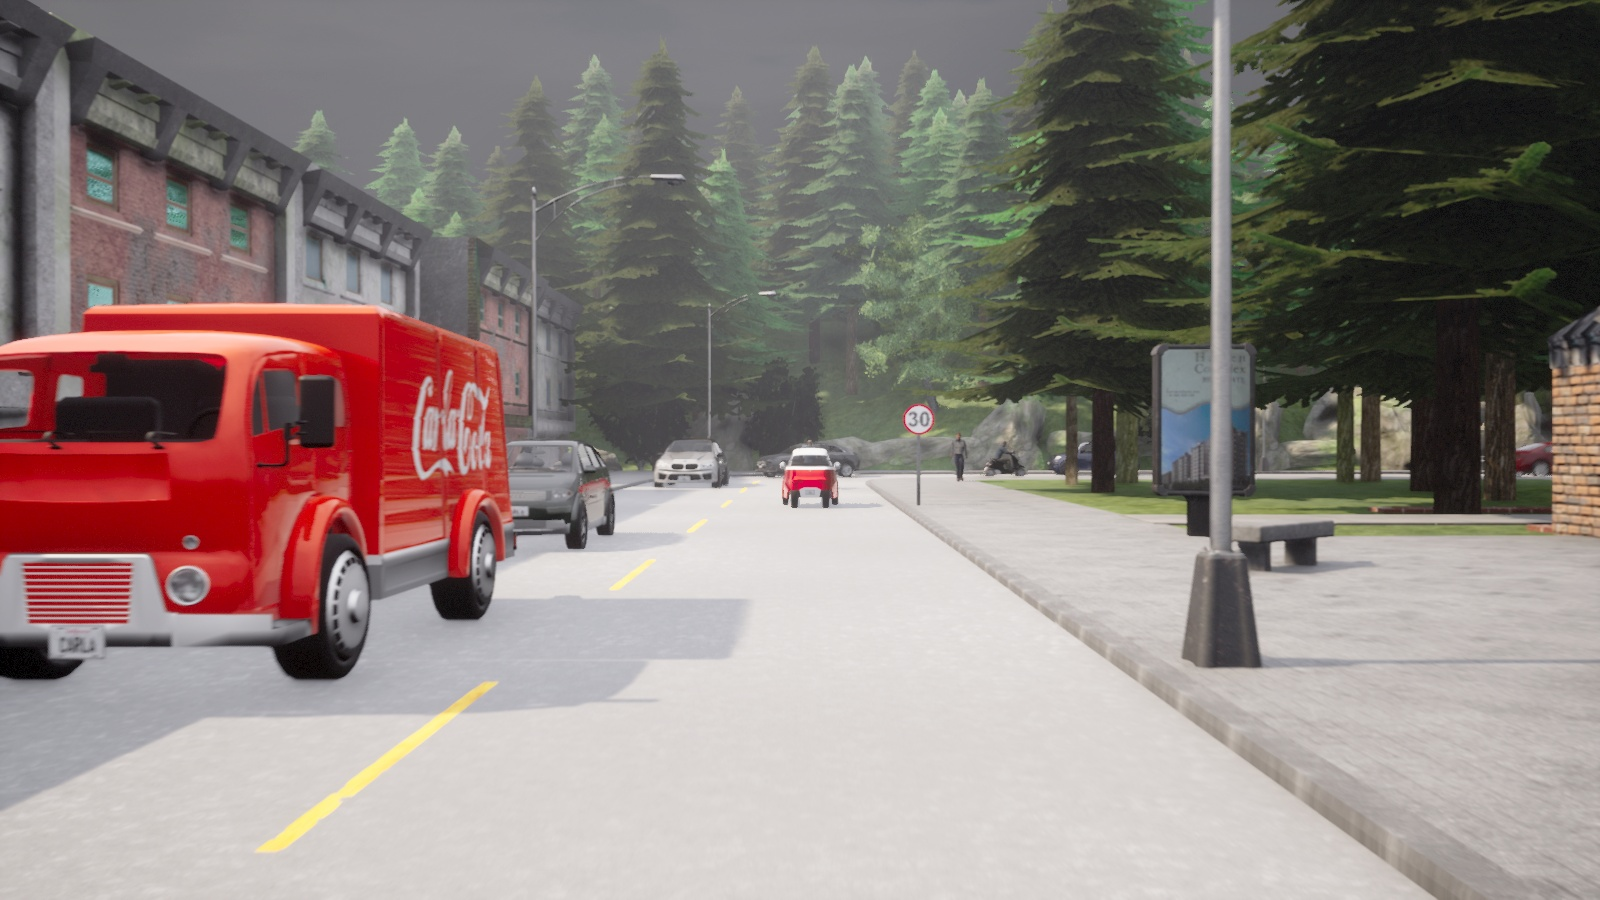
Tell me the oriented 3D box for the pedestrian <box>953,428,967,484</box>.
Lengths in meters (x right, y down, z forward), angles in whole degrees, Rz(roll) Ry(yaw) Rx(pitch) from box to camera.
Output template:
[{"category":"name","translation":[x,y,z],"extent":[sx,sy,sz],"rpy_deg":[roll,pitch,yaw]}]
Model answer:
[{"category":"pedestrian","translation":[5.672,0.210,44.572],"extent":[0.423,1.949,0.788],"rpy_deg":[0,0,1]}]

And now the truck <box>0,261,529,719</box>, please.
[{"category":"truck","translation":[-3.915,0.205,9.386],"extent":[2.627,2.467,5.204],"rpy_deg":[0,0,0]}]

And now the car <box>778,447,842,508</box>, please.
[{"category":"car","translation":[0.242,0.633,29.974],"extent":[1.481,1.376,2.207],"rpy_deg":[0,1,0]}]

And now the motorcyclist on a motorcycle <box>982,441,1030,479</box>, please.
[{"category":"motorcyclist on a motorcycle","translation":[8.702,0.408,53.127],"extent":[1.817,1.590,0.866],"rpy_deg":[0,1,-8]}]

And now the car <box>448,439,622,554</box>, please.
[{"category":"car","translation":[-3.844,0.611,18.824],"extent":[1.789,1.549,3.705],"rpy_deg":[0,1,0]}]

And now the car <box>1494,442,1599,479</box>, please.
[{"category":"car","translation":[32.492,0.450,53.340],"extent":[5.008,1.535,1.882],"rpy_deg":[0,0,0]}]

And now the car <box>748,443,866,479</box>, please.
[{"category":"car","translation":[0.322,0.448,54.218],"extent":[4.892,1.490,1.837],"rpy_deg":[0,0,-34]}]

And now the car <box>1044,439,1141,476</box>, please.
[{"category":"car","translation":[13.324,0.332,57.375],"extent":[3.988,1.617,1.851],"rpy_deg":[0,0,0]}]

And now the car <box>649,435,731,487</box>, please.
[{"category":"car","translation":[-3.684,0.346,42.929],"extent":[2.242,1.667,4.611],"rpy_deg":[0,0,2]}]
